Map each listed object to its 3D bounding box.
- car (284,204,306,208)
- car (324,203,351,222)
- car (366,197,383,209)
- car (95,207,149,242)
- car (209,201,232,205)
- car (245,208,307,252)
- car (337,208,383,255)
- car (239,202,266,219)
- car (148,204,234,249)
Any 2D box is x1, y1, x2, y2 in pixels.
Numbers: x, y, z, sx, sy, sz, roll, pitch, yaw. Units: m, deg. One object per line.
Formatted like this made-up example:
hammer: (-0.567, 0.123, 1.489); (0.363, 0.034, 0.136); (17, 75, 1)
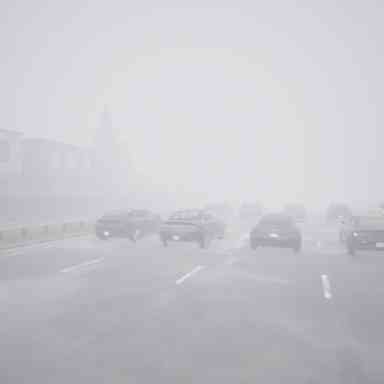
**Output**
car: (8.925, 1.696, 28.951); (1.994, 1.385, 4.181); (0, 0, 20)
car: (12.171, 1.648, 27.636); (1.837, 1.490, 4.892); (0, 0, 20)
car: (15.283, 1.506, 25.942); (2.097, 1.767, 4.553); (0, 0, 20)
car: (-2.869, 1.541, 16.663); (1.837, 1.490, 4.892); (0, 0, 20)
car: (2.715, 1.589, 32.372); (1.882, 1.535, 5.008); (0, 0, 20)
car: (3.802, 1.626, 14.526); (1.994, 1.385, 4.181); (0, 0, 20)
car: (7.041, 1.600, 13.219); (1.812, 1.442, 4.674); (0, 0, 20)
car: (5.481, 1.609, 29.712); (2.128, 1.511, 4.902); (0, 0, 20)
car: (0.216, 1.536, 14.896); (2.128, 1.511, 4.902); (0, 0, 20)
